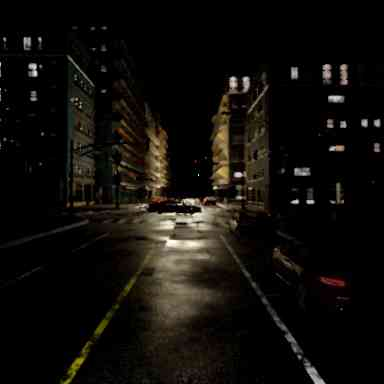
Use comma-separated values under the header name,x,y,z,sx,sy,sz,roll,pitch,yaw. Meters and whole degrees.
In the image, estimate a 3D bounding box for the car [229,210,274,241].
name,x,y,z,sx,sy,sz,roll,pitch,yaw
car,2.827,1.533,16.246,1.887,1.381,4.507,0,0,0

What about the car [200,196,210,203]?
name,x,y,z,sx,sy,sz,roll,pitch,yaw
car,2.696,1.539,70.707,1.947,1.339,4.313,0,0,0

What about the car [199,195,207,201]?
name,x,y,z,sx,sy,sz,roll,pitch,yaw
car,2.695,1.519,82.036,1.887,1.381,4.507,0,0,0

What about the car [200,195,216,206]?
name,x,y,z,sx,sy,sz,roll,pitch,yaw
car,2.808,1.412,53.717,1.967,1.590,4.097,0,0,0

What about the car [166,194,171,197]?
name,x,y,z,sx,sy,sz,roll,pitch,yaw
car,-5.684,1.523,65.041,2.008,1.369,4.403,0,0,0

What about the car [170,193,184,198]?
name,x,y,z,sx,sy,sz,roll,pitch,yaw
car,-3.001,1.494,68.246,2.128,1.511,4.902,0,0,0

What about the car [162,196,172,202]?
name,x,y,z,sx,sy,sz,roll,pitch,yaw
car,-5.684,1.539,76.371,1.947,1.339,4.313,0,0,0

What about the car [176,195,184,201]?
name,x,y,z,sx,sy,sz,roll,pitch,yaw
car,-3.000,1.512,83.810,1.994,1.385,4.181,0,0,0

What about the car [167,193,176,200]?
name,x,y,z,sx,sy,sz,roll,pitch,yaw
car,-5.683,1.293,93.365,2.192,1.841,5.009,0,0,0

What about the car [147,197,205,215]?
name,x,y,z,sx,sy,sz,roll,pitch,yaw
car,-1.675,1.520,32.503,5.357,1.411,2.033,1,0,-1

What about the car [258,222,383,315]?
name,x,y,z,sx,sy,sz,roll,pitch,yaw
car,2.827,1.576,7.244,1.802,1.307,4.206,0,0,0
